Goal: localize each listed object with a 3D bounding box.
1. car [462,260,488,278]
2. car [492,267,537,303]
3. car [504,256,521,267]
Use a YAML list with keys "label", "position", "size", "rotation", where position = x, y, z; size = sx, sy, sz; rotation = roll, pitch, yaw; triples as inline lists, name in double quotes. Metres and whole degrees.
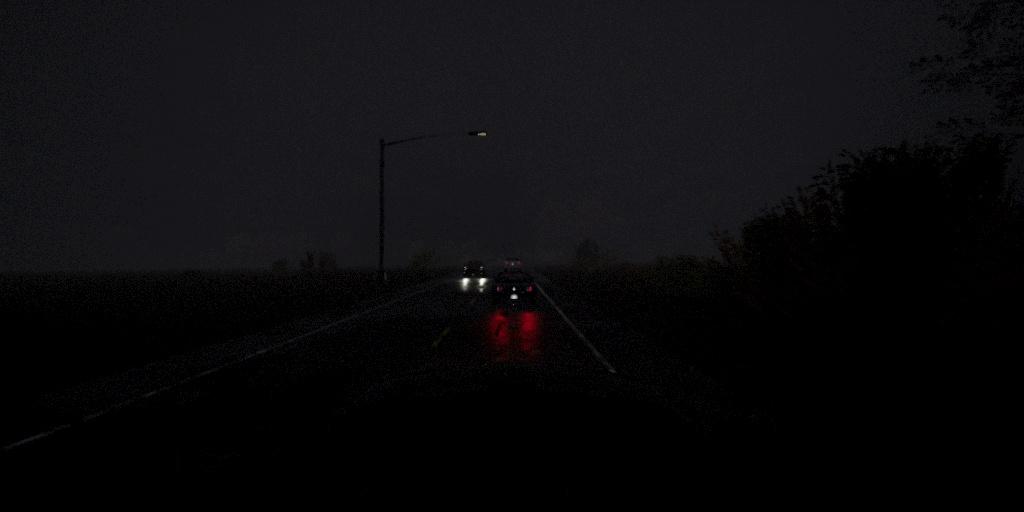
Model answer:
- label: "car"
  position: [-3.592, 1.162, 35.402]
  size: [2.097, 1.767, 4.553]
  rotation: [0, 0, 0]
- label: "car"
  position: [0.090, 1.378, 16.855]
  size: [1.895, 1.301, 4.718]
  rotation: [0, 0, 0]
- label: "car"
  position: [0.070, 1.058, 47.896]
  size: [2.150, 2.045, 5.566]
  rotation: [0, 0, 0]
